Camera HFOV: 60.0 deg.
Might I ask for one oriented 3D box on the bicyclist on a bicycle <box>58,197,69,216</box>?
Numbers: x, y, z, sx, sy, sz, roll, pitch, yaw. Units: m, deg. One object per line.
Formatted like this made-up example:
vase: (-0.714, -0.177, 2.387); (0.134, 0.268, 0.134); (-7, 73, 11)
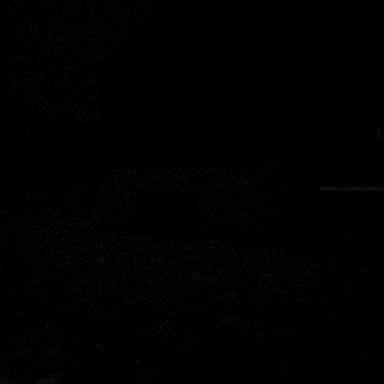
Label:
bicyclist on a bicycle: (-11.193, 1.280, 28.866); (1.656, 1.620, 0.582); (0, 0, 36)
